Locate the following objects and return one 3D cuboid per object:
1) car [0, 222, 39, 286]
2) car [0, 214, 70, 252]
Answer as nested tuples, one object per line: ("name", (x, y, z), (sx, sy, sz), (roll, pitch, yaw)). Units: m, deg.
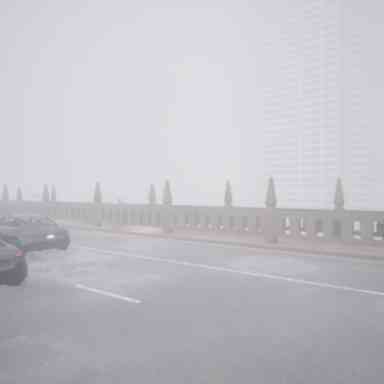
("car", (-5.934, 1.565, 8.223), (4.181, 1.385, 1.994), (0, 0, 36))
("car", (-6.681, 1.565, 13.055), (4.181, 1.385, 1.994), (0, 0, 35))
